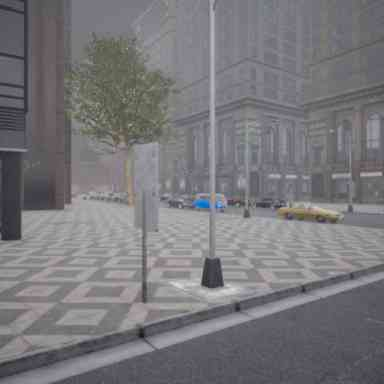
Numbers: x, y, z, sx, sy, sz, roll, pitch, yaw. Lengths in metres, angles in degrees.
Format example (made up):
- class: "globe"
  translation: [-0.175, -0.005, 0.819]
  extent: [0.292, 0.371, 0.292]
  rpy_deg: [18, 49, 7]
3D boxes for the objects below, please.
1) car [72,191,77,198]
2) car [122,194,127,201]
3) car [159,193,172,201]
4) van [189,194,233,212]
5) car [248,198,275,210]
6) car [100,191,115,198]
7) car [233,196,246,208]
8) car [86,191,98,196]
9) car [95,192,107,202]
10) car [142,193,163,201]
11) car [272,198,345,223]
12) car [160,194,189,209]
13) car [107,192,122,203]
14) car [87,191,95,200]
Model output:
- class: "car"
  translation: [-27.147, 0.479, 74.592]
  extent: [1.967, 1.590, 4.097]
  rpy_deg: [1, 0, -35]
- class: "car"
  translation: [-7.720, 1.046, 46.845]
  extent: [1.752, 1.417, 4.829]
  rpy_deg: [1, 0, -35]
- class: "car"
  translation: [-4.058, 0.873, 56.481]
  extent: [1.967, 1.590, 4.097]
  rpy_deg: [1, 0, -35]
- class: "van"
  translation: [1.852, 1.086, 33.175]
  extent: [1.690, 1.788, 3.998]
  rpy_deg: [1, 0, -35]
- class: "car"
  translation: [8.828, 1.308, 38.073]
  extent: [1.947, 1.339, 4.313]
  rpy_deg: [1, 0, -35]
- class: "car"
  translation: [-20.169, 0.580, 79.485]
  extent: [1.887, 1.381, 4.507]
  rpy_deg: [1, 0, -35]
- class: "car"
  translation: [5.608, 1.216, 42.674]
  extent: [1.887, 1.381, 4.507]
  rpy_deg: [1, 0, -35]
- class: "car"
  translation: [-26.613, 0.465, 88.687]
  extent: [1.802, 1.307, 4.206]
  rpy_deg: [1, 0, -35]
- class: "car"
  translation: [-14.261, 0.906, 56.187]
  extent: [2.008, 1.369, 4.403]
  rpy_deg: [1, 0, -35]
- class: "car"
  translation: [-7.282, 0.903, 61.082]
  extent: [2.008, 1.369, 4.403]
  rpy_deg: [1, 0, -35]
- class: "car"
  translation: [8.393, 1.393, 23.829]
  extent: [1.752, 1.417, 4.829]
  rpy_deg: [1, 0, -35]
- class: "car"
  translation: [-1.372, 1.225, 37.778]
  extent: [2.008, 1.369, 4.403]
  rpy_deg: [1, 0, -35]
- class: "car"
  translation: [-11.039, 0.987, 51.586]
  extent: [2.008, 1.369, 4.403]
  rpy_deg: [1, 0, -35]
- class: "car"
  translation: [-17.483, 0.825, 60.788]
  extent: [2.008, 1.369, 4.403]
  rpy_deg: [1, 0, -35]
